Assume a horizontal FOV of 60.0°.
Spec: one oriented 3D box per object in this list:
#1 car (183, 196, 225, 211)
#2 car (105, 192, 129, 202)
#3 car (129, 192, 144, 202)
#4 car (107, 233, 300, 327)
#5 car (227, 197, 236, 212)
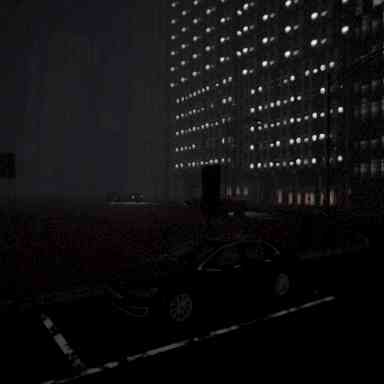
[{"bbox_3d":[0.977,1.237,34.036,1.837,1.490,4.892,1,0,-35],"label":"car"},{"bbox_3d":[-12.494,0.861,53.639,1.837,1.490,4.892,1,0,-35],"label":"car"},{"bbox_3d":[-9.846,0.767,55.528,2.097,1.767,4.553,1,0,-34],"label":"car"},{"bbox_3d":[0.441,1.594,7.019,4.403,1.369,2.008,1,0,-35],"label":"car"},{"bbox_3d":[3.673,1.304,35.852,1.837,1.490,4.892,1,0,-35],"label":"car"}]
